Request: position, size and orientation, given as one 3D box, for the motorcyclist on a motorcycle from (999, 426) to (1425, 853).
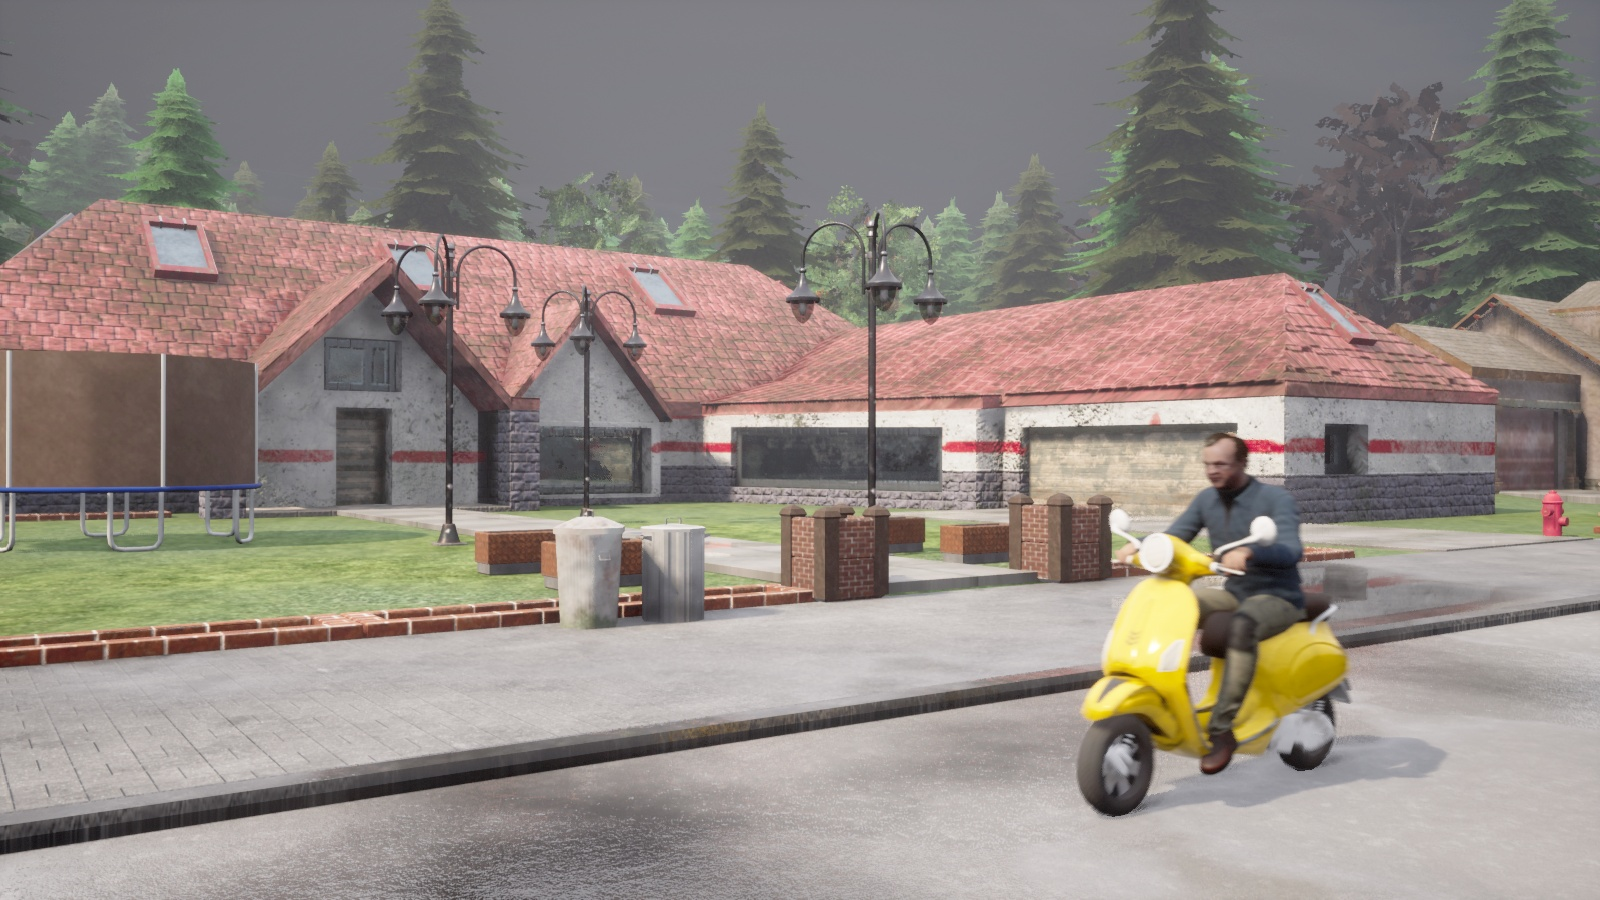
[{"bbox_3d":[1.849,0.708,5.555,1.817,1.590,0.866,0,0,-35],"label":"motorcyclist on a motorcycle"}]
